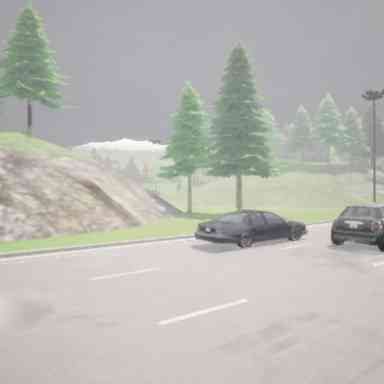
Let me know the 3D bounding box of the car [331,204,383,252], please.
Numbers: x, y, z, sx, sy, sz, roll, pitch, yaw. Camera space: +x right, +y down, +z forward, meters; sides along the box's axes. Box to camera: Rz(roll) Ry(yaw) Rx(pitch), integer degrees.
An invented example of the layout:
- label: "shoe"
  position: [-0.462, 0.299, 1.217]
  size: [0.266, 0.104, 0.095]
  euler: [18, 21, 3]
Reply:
- label: "car"
  position: [7.717, 1.252, 13.557]
  size: [4.553, 1.767, 2.097]
  euler: [-1, 0, -36]

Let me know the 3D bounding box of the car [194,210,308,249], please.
- label: "car"
  position: [2.659, 1.475, 14.245]
  size: [5.357, 1.411, 2.033]
  euler: [-1, 0, -36]
